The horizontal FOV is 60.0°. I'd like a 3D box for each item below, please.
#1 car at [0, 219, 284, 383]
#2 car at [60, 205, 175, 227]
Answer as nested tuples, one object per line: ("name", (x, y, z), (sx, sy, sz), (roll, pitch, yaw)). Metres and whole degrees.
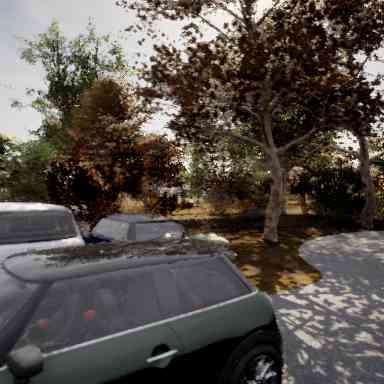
("car", (-1.252, 1.351, 3.099), (4.553, 1.767, 2.097), (0, 0, -36))
("car", (-1.701, 1.352, 8.810), (2.185, 1.767, 4.553), (0, 0, -36))
